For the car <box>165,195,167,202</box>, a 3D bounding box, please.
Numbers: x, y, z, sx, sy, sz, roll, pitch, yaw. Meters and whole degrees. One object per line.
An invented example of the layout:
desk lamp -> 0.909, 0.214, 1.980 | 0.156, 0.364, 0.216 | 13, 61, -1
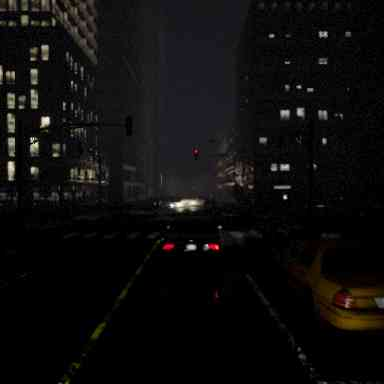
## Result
car -> -5.709, 1.441, 67.375 | 1.887, 1.381, 4.507 | -1, 0, 0

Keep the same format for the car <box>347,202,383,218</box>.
car -> 16.310, 1.583, 29.938 | 4.403, 1.369, 2.008 | 0, 1, 1

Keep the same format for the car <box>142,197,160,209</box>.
car -> -5.708, 1.455, 44.587 | 1.752, 1.417, 4.829 | -1, 0, 0

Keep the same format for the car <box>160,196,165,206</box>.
car -> -5.708, 1.487, 50.412 | 1.947, 1.339, 4.313 | -1, 0, 0

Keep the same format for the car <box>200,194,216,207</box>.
car -> 2.672, 1.472, 50.413 | 2.008, 1.369, 4.403 | -1, 0, 0

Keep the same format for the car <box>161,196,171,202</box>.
car -> -5.709, 1.470, 73.030 | 1.802, 1.307, 4.206 | -1, 0, 0

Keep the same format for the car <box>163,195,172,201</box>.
car -> -5.710, 1.425, 78.684 | 1.887, 1.381, 4.507 | -1, 0, 0

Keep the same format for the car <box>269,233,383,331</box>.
car -> 2.805, 1.514, 6.973 | 1.752, 1.417, 4.829 | -1, 0, 0

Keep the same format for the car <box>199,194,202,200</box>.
car -> 2.668, 1.311, 84.340 | 1.967, 1.590, 4.097 | -1, 0, 0

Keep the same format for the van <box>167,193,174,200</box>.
van -> -5.714, 1.204, 89.994 | 1.690, 1.788, 3.998 | -1, 0, 0

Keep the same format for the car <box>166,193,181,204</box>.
car -> -3.048, 1.397, 61.630 | 2.128, 1.511, 4.902 | 0, 0, 1

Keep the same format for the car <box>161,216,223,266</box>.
car -> 0.067, 1.529, 11.432 | 2.033, 1.411, 5.357 | 0, 0, 2
